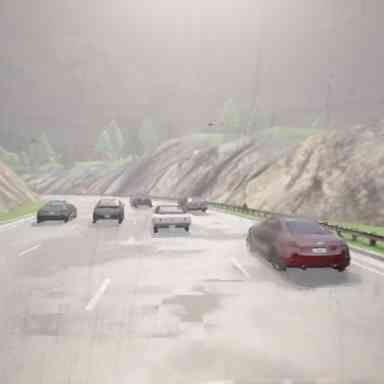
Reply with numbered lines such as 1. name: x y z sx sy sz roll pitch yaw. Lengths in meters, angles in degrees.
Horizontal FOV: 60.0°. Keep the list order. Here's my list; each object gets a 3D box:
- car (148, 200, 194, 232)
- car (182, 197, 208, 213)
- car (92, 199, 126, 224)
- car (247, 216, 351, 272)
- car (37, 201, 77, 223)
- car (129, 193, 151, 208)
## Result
1. car: -1.298 1.369 18.485 1.895 1.301 4.718 0 1 -9
2. car: -0.073 1.159 30.856 2.033 1.411 5.357 0 1 -14
3. car: -5.545 1.217 22.385 2.128 1.511 4.902 0 1 -11
4. car: 3.069 1.427 10.417 1.994 1.385 4.181 0 1 -5
5. car: -9.210 1.289 22.897 1.994 1.385 4.181 0 1 -11
6. car: -6.106 0.870 39.036 2.097 1.767 4.553 0 1 -17
